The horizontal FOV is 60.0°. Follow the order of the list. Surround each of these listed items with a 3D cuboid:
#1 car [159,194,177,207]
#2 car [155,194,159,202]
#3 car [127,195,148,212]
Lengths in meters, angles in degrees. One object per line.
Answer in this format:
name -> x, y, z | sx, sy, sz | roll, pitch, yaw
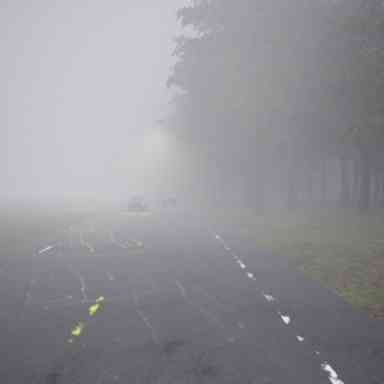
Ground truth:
car -> -3.098, 1.221, 44.506 | 1.837, 1.490, 4.892 | 0, 0, -7
car -> -6.056, 1.108, 64.121 | 2.033, 1.411, 5.357 | -1, 1, -10
car -> -5.813, 1.154, 35.893 | 2.097, 1.767, 4.553 | 0, 0, -6
